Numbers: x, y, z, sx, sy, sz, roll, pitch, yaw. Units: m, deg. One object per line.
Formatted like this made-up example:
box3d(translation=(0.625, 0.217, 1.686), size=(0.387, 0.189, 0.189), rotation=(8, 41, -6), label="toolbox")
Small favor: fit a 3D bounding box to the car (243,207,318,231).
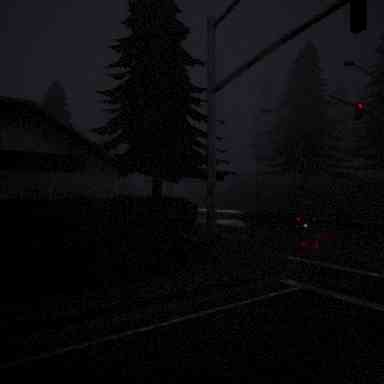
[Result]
box3d(translation=(5.262, 1.585, 20.617), size=(1.895, 1.301, 4.718), rotation=(0, 0, -31), label="car")
